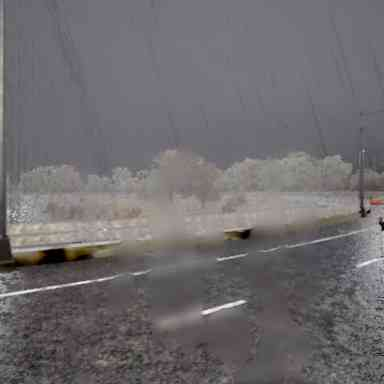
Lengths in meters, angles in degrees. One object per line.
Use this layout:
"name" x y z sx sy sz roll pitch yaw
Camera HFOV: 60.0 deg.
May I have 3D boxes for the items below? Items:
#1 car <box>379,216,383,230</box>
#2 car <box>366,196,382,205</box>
"car" 13.488 1.734 21.170 1.895 1.301 4.718 0 0 42
"car" 37.956 1.782 69.686 2.097 1.767 4.553 0 0 11
